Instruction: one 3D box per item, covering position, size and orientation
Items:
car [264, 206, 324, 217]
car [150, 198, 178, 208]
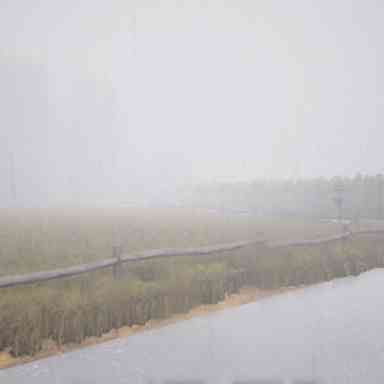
[{"bbox_3d":[8.144,1.820,26.711,1.895,1.301,4.718,1,-1,-36],"label":"car"},{"bbox_3d":[-3.671,1.623,43.265,2.097,1.767,4.553,1,0,-35],"label":"car"}]
